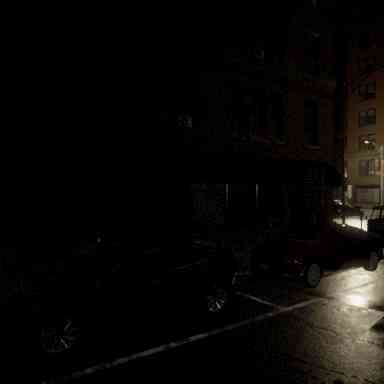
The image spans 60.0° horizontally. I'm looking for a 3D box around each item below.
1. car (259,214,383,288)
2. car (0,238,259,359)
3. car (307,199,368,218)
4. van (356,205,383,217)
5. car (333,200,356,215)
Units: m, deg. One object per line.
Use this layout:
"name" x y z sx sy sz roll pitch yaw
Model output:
"car" 3.551 1.544 9.255 4.507 1.381 1.887 0 0 -35
"car" -1.070 1.566 5.988 4.313 1.339 1.947 0 0 -35
"car" 13.521 1.487 31.207 2.128 1.511 4.902 0 0 -36
"van" 8.174 1.338 12.522 3.998 1.788 1.690 0 0 -35
"car" 11.187 1.584 28.889 1.895 1.301 4.718 0 0 -36
